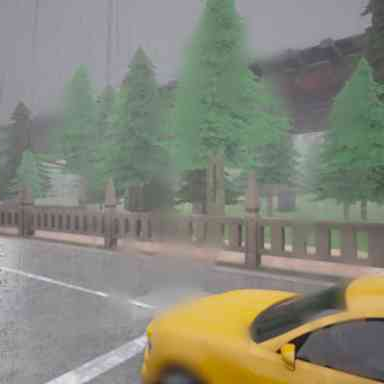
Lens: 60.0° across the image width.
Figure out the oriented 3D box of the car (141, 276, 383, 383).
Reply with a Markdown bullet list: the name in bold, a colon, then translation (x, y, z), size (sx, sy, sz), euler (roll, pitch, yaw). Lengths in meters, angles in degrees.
- **car**: translation (1.777, 1.478, 2.703), size (5.008, 1.535, 1.882), euler (0, 0, 36)
